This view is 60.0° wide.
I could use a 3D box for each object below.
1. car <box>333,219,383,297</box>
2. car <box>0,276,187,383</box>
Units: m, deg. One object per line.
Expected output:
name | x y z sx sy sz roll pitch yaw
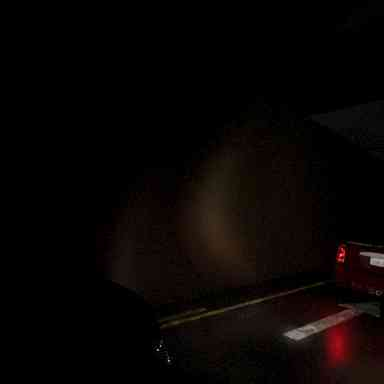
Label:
car | 5.270 1.352 7.540 4.553 1.767 2.097 0 0 -35
car | -2.705 1.221 1.856 5.566 2.045 2.150 0 0 -35
